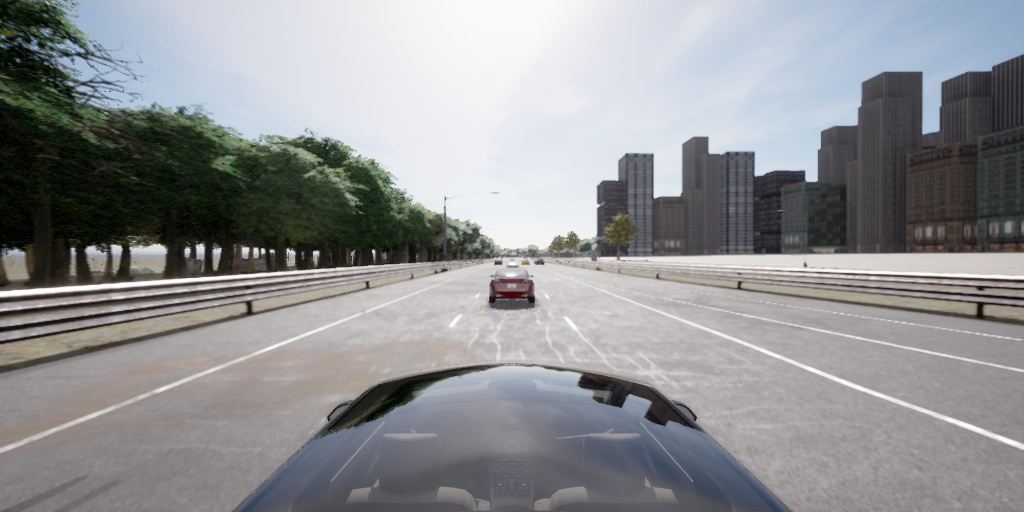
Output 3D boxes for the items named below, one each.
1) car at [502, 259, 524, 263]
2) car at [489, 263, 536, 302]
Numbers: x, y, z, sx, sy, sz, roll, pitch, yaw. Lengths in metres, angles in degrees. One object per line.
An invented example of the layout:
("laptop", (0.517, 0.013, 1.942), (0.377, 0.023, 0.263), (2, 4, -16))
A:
("car", (0.110, 1.422, 47.071), (2.033, 1.411, 5.357), (0, 0, 0))
("car", (-0.001, 1.274, 17.035), (2.163, 1.488, 4.792), (0, 0, 0))
